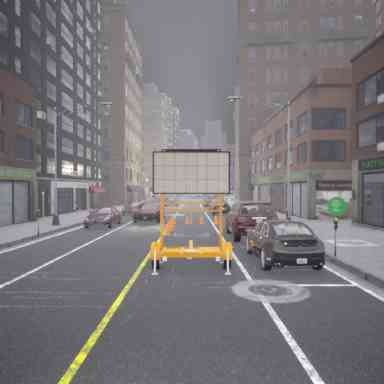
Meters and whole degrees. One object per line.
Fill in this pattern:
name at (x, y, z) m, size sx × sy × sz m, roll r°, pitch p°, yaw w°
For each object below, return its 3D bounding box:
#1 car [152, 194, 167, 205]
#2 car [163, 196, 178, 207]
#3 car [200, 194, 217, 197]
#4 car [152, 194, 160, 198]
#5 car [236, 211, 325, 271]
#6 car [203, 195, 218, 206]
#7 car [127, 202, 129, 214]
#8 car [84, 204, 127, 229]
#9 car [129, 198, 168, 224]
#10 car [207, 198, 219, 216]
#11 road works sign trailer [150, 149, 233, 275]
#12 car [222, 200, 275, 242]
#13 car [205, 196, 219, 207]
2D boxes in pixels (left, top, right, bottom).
car at (-5.784, 1.281, 60.304) m, size 2.192 × 1.841 × 5.009 m, roll -1°, pitch 0°, yaw 0°
car at (-3.090, 1.455, 50.108) m, size 1.882 × 1.535 × 5.008 m, roll 0°, pitch 0°, yaw 0°
car at (2.754, 1.538, 54.819) m, size 1.947 × 1.339 × 4.313 m, roll -1°, pitch 0°, yaw 0°
car at (-5.753, 1.423, 43.781) m, size 1.967 × 1.590 × 4.097 m, roll -1°, pitch 0°, yaw 0°
car at (2.831, 1.549, 10.768) m, size 2.008 × 1.369 × 4.403 m, roll -1°, pitch 0°, yaw 0°
car at (2.764, 1.544, 49.312) m, size 1.947 × 1.339 × 4.313 m, roll -1°, pitch 0°, yaw 0°
car at (-5.733, 1.573, 32.765) m, size 1.802 × 1.307 × 4.206 m, roll -1°, pitch 0°, yaw 0°
car at (-5.713, 1.577, 21.750) m, size 1.802 × 1.307 × 4.206 m, roll -1°, pitch 0°, yaw 0°
car at (-3.147, 1.472, 24.836) m, size 1.882 × 1.535 × 5.008 m, roll 0°, pitch 0°, yaw 0°
car at (2.792, 1.557, 32.793) m, size 1.947 × 1.339 × 4.313 m, roll -1°, pitch 0°, yaw 0°
road works sign trailer at (-0.019, 0.462, 10.444) m, size 2.380 × 3.560 × 2.880 m, roll 0°, pitch 0°, yaw 0°
car at (2.819, 1.312, 16.274) m, size 2.192 × 1.841 × 5.009 m, roll -1°, pitch 0°, yaw 0°
car at (2.783, 1.513, 38.469) m, size 1.752 × 1.417 × 4.829 m, roll -1°, pitch 0°, yaw 0°
